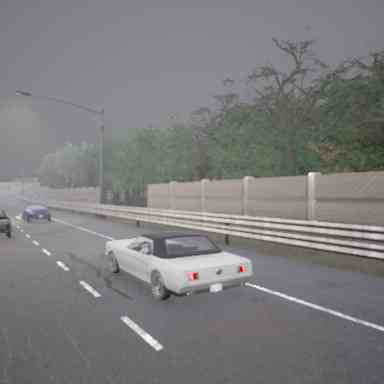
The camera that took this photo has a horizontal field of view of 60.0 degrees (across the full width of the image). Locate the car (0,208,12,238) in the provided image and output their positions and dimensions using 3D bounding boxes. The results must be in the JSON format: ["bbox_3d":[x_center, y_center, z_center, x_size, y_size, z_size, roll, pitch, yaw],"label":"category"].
[{"bbox_3d":[-11.015,1.639,18.168,2.128,1.511,4.902,0,-1,-32],"label":"car"}]

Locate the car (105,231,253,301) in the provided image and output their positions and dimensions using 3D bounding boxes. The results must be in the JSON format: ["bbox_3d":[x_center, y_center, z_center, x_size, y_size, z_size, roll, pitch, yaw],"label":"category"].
[{"bbox_3d":[-0.691,1.684,8.676,1.895,1.301,4.718,0,-1,-33],"label":"car"}]

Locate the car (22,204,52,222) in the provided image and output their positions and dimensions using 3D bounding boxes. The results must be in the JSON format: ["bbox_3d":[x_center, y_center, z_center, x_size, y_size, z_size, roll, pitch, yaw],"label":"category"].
[{"bbox_3d":[-13.305,1.761,28.520,1.812,1.442,4.674,0,0,-32],"label":"car"}]
